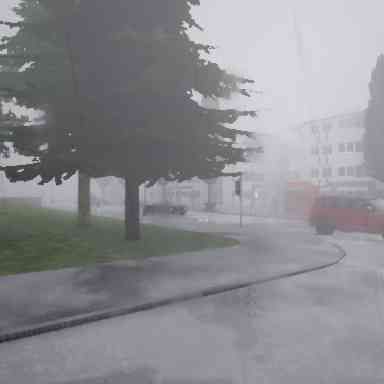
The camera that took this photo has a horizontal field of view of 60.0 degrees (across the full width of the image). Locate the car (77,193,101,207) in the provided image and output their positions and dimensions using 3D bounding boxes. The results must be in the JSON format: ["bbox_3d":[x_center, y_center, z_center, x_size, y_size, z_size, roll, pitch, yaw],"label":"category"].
[{"bbox_3d":[-15.707,1.219,50.400,2.150,2.045,5.566,0,0,-35],"label":"car"}]

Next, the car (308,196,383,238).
[{"bbox_3d":[8.469,1.223,16.370,2.150,2.045,5.566,0,0,-36],"label":"car"}]

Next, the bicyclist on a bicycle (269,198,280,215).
[{"bbox_3d":[7.855,1.349,31.665,1.656,1.620,0.582,0,0,-36],"label":"bicyclist on a bicycle"}]

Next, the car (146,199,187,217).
[{"bbox_3d":[-2.480,1.601,31.685,1.895,1.301,4.718,0,0,-36],"label":"car"}]

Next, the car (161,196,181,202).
[{"bbox_3d":[-5.219,1.673,83.170,4.974,1.542,2.038,0,0,-6],"label":"car"}]
